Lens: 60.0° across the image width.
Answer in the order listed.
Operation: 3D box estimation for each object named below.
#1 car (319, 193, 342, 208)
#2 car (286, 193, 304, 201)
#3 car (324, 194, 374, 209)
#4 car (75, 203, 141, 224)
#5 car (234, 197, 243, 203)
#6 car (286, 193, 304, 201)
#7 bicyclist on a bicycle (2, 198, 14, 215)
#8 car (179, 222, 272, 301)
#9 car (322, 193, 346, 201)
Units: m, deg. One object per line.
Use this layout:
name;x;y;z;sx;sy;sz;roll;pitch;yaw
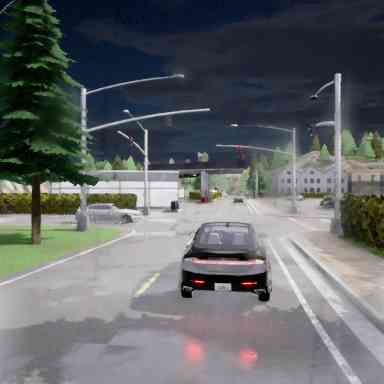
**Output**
car;18.669;1.330;41.703;5.027;1.636;2.152;0;0;8
car;23.359;1.361;75.638;3.806;1.475;1.970;0;0;8
car;18.287;1.340;38.589;4.514;1.523;2.007;0;0;8
car;-5.997;1.525;23.890;4.674;1.442;1.812;0;0;4
car;9.435;1.601;67.364;1.895;1.301;4.718;0;0;8
car;24.424;1.077;78.846;3.866;1.878;1.905;0;0;8
bicyclist on a bicycle;-17.964;1.453;32.495;0.582;1.620;1.656;0;0;7
car;0.884;1.492;8.373;2.128;1.511;4.902;0;0;8
car;31.761;1.097;74.502;4.605;1.855;1.932;0;0;8
